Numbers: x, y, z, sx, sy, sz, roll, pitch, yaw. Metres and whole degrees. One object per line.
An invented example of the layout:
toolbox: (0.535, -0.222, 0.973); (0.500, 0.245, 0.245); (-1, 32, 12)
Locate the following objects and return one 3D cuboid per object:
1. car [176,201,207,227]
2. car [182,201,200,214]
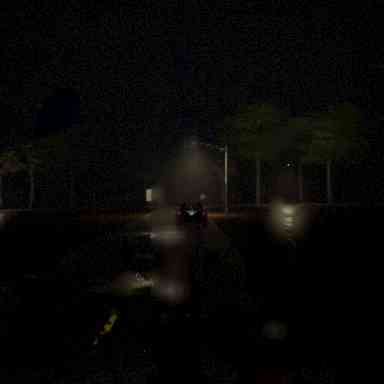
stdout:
car: (-0.037, 1.445, 23.717); (2.097, 1.767, 4.553); (0, -1, 0)
car: (-0.138, 1.834, 41.380); (2.033, 1.411, 5.357); (0, -1, 0)
